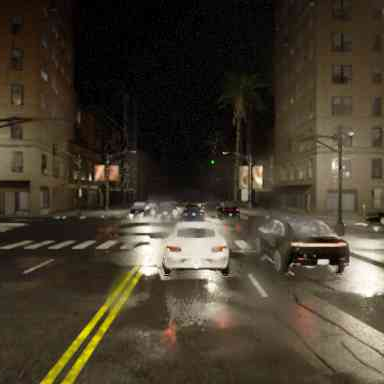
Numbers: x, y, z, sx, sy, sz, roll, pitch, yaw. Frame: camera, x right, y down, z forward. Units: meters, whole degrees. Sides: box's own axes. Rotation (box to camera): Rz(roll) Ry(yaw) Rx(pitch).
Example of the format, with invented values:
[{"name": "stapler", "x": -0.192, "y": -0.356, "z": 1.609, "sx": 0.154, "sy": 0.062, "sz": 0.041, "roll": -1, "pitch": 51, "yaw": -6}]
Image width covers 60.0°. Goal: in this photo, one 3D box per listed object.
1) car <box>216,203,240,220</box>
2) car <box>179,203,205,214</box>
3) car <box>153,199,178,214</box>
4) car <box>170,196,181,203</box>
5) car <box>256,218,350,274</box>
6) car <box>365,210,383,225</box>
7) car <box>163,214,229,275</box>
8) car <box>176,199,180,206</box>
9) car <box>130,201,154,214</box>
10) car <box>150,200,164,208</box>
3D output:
[{"name": "car", "x": 3.387, "y": 1.817, "z": 31.610, "sx": 2.128, "sy": 1.511, "sz": 4.902, "roll": 0, "pitch": -1, "yaw": 0}, {"name": "car", "x": 0.140, "y": 1.832, "z": 28.386, "sx": 2.033, "sy": 1.411, "sz": 5.357, "roll": 0, "pitch": -1, "yaw": 0}, {"name": "car", "x": -3.293, "y": 1.984, "z": 42.222, "sx": 2.033, "sy": 1.411, "sz": 5.357, "roll": 0, "pitch": -1, "yaw": 0}, {"name": "car", "x": -3.172, "y": 1.858, "z": 62.593, "sx": 2.150, "sy": 2.045, "sz": 5.566, "roll": 0, "pitch": -1, "yaw": 0}, {"name": "car", "x": 3.361, "y": 1.605, "z": 10.929, "sx": 2.128, "sy": 1.511, "sz": 4.902, "roll": 0, "pitch": -1, "yaw": 0}, {"name": "car", "x": 16.766, "y": 1.879, "z": 27.082, "sx": 5.008, "sy": 1.535, "sz": 1.882, "roll": 0, "pitch": 0, "yaw": 0}, {"name": "car", "x": 0.116, "y": 1.637, "z": 10.689, "sx": 1.812, "sy": 1.442, "sz": 4.674, "roll": 0, "pitch": -1, "yaw": 0}, {"name": "car", "x": -3.234, "y": 2.134, "z": 51.813, "sx": 1.895, "sy": 1.301, "sz": 4.718, "roll": 0, "pitch": -1, "yaw": 0}, {"name": "car", "x": -6.542, "y": 1.983, "z": 42.228, "sx": 2.033, "sy": 1.411, "sz": 5.357, "roll": 0, "pitch": -1, "yaw": 0}, {"name": "car", "x": -6.424, "y": 2.190, "z": 61.551, "sx": 1.994, "sy": 1.385, "sz": 4.181, "roll": 0, "pitch": -1, "yaw": 0}]
